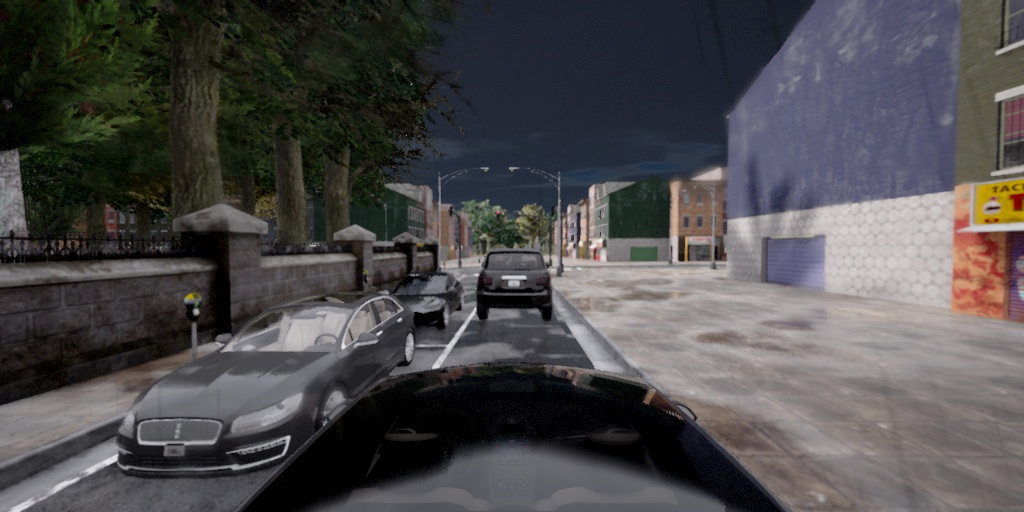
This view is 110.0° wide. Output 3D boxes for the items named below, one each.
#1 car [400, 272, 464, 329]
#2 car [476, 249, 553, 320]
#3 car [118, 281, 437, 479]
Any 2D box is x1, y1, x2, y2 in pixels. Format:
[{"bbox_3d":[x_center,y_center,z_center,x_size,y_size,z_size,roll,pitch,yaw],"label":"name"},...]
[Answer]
[{"bbox_3d":[-2.514,1.163,10.673,1.948,1.339,4.313,0,0,1],"label":"car"},{"bbox_3d":[0.112,0.794,11.974,2.150,2.045,5.566,0,0,1],"label":"car"},{"bbox_3d":[-2.595,1.244,4.986,2.007,1.370,4.403,0,0,1],"label":"car"}]
